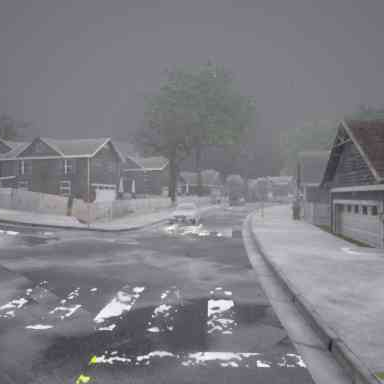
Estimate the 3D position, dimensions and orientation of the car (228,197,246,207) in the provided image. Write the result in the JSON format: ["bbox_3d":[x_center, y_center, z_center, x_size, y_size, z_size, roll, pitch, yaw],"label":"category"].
[{"bbox_3d":[6.827,1.525,49.960,1.837,1.490,4.892,-1,0,21],"label":"car"}]

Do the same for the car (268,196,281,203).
[{"bbox_3d":[18.215,1.719,73.207,1.837,1.490,4.892,-1,-1,32],"label":"car"}]

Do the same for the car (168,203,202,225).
[{"bbox_3d":[-0.387,1.528,24.219,1.812,1.442,4.674,0,0,10],"label":"car"}]
